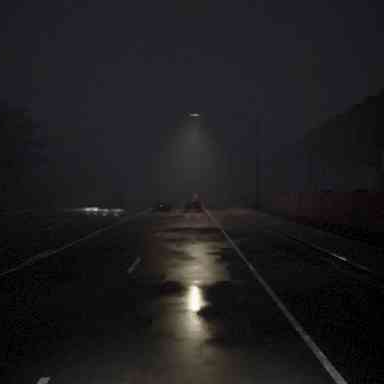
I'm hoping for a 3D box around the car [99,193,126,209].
[{"bbox_3d":[-10.593,1.176,45.543,2.150,2.045,5.566,0,0,0],"label":"car"}]

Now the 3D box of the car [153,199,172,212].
[{"bbox_3d":[-3.409,1.525,39.035,1.994,1.385,4.181,0,0,0],"label":"car"}]

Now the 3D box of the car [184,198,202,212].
[{"bbox_3d":[0.092,1.454,38.153,2.128,1.511,4.902,0,0,0],"label":"car"}]

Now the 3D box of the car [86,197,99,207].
[{"bbox_3d":[-14.082,1.442,48.937,2.128,1.511,4.902,0,0,0],"label":"car"}]
